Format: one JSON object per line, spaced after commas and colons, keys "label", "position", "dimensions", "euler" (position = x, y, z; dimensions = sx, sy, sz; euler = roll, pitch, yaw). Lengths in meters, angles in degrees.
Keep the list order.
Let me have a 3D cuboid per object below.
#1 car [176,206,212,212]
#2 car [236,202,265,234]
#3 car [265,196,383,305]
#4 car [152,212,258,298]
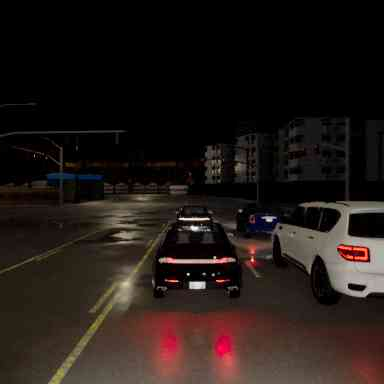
{"label": "car", "position": [0.113, 1.473, 17.946], "dimensions": [2.128, 1.511, 4.902], "euler": [0, 0, 0]}
{"label": "car", "position": [3.611, 1.328, 17.669], "dimensions": [2.097, 1.767, 4.553], "euler": [0, 0, 0]}
{"label": "car", "position": [3.595, 1.220, 8.246], "dimensions": [2.150, 2.045, 5.566], "euler": [0, 0, 0]}
{"label": "car", "position": [0.103, 1.499, 8.534], "dimensions": [2.128, 1.511, 4.902], "euler": [0, 0, 0]}
